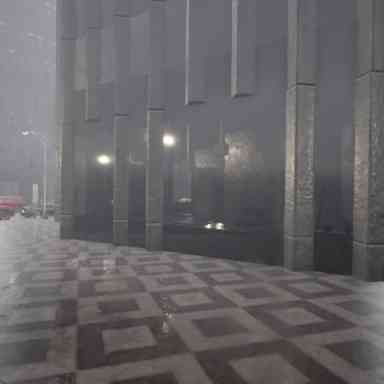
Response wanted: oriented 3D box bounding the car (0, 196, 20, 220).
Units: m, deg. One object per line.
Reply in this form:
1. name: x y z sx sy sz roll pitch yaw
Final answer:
1. car: -17.076 1.463 26.682 2.192 1.841 5.009 1 0 35

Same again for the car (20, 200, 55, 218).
1. car: -13.810 1.742 31.283 1.947 1.339 4.313 1 0 35

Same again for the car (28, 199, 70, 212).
1. car: -17.483 1.634 40.828 1.947 1.339 4.313 1 0 35

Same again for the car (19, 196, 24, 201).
1. car: -20.749 1.353 36.228 2.192 1.841 5.009 1 0 35
